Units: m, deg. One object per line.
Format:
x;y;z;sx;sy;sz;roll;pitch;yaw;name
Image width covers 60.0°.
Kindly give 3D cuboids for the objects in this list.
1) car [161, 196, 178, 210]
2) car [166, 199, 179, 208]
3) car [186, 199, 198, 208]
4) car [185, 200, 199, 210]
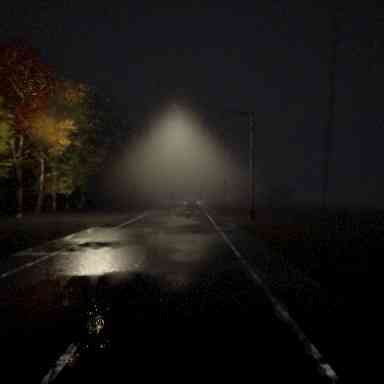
-3.492;1.658;50.308;2.150;2.045;5.566;0;0;0;car
-3.491;2.075;60.699;2.033;1.411;5.357;0;0;0;car
0.008;2.075;60.697;2.033;1.411;5.357;0;0;0;car
0.008;1.914;50.276;1.882;1.535;5.008;0;0;0;car
